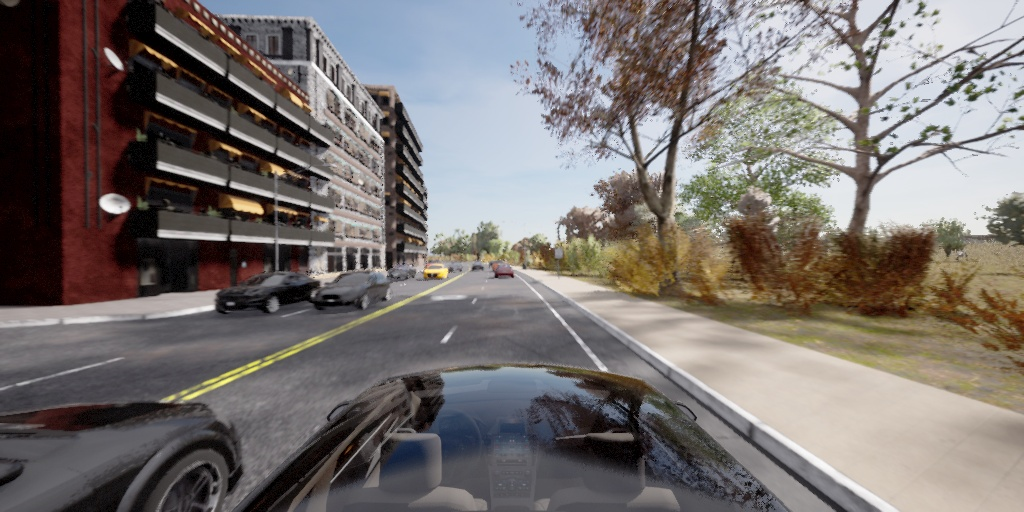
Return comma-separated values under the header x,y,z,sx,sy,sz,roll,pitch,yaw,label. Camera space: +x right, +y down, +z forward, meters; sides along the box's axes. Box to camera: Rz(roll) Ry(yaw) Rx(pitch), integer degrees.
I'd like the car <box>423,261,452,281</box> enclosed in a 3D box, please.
x,y,z,sx,sy,sz,roll,pitch,yaw,label
-7.381,1.522,35.131,1.882,1.535,5.008,-1,0,-3,car

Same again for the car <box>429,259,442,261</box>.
x,y,z,sx,sy,sz,roll,pitch,yaw,label
-11.750,1.491,54.634,2.150,2.045,5.566,-1,0,-4,car

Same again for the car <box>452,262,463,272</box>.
x,y,z,sx,sy,sz,roll,pitch,yaw,label
-8.510,1.682,54.912,2.128,1.511,4.902,-1,0,-4,car

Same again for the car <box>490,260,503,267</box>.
x,y,z,sx,sy,sz,roll,pitch,yaw,label
-2.004,1.449,55.698,2.097,1.767,4.553,-1,0,-4,car

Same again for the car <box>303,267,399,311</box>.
x,y,z,sx,sy,sz,roll,pitch,yaw,label
-6.749,1.423,15.697,1.837,1.490,4.892,-1,0,-1,car

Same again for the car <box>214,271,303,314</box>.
x,y,z,sx,sy,sz,roll,pitch,yaw,label
-9.988,1.429,15.157,1.882,1.535,5.008,-1,0,-1,car

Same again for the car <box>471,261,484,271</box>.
x,y,z,sx,sy,sz,roll,pitch,yaw,label
-5.436,1.676,57.606,1.812,1.442,4.674,-1,0,-4,car

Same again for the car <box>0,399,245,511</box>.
x,y,z,sx,sy,sz,roll,pitch,yaw,label
-3.166,1.347,1.177,1.994,1.385,4.181,-1,0,0,car

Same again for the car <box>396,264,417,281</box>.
x,y,z,sx,sy,sz,roll,pitch,yaw,label
-10.625,1.573,34.893,2.128,1.511,4.902,-1,0,-3,car

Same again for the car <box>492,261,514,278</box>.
x,y,z,sx,sy,sz,roll,pitch,yaw,label
-0.850,1.548,38.186,1.994,1.385,4.181,-1,0,-3,car
